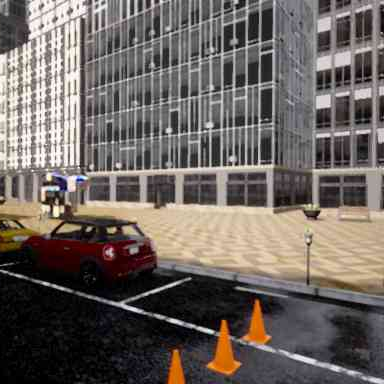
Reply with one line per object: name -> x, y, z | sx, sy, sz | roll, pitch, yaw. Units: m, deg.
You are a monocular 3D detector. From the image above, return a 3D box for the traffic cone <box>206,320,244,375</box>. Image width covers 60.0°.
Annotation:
traffic cone -> 0.411, 1.953, 4.297 | 0.340, 0.580, 0.340 | 0, 0, 36

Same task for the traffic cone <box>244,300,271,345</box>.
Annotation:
traffic cone -> 0.995, 1.954, 5.109 | 0.340, 0.580, 0.340 | 0, 0, 36

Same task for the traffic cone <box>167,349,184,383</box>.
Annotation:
traffic cone -> -0.172, 1.953, 3.485 | 0.340, 0.580, 0.340 | 0, 0, 36

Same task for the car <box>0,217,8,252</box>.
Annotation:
car -> -7.605, 1.507, 12.469 | 4.829, 1.417, 1.752 | 0, 0, 36

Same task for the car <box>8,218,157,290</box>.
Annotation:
car -> -2.978, 1.430, 9.145 | 4.097, 1.590, 1.967 | 0, 0, 36
